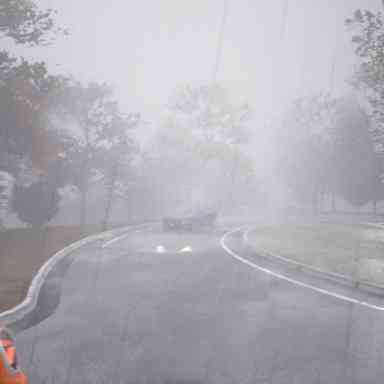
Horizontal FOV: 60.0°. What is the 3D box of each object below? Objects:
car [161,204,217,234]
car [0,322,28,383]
[{"bbox_3d":[-0.043,1.500,19.967,1.882,1.535,5.008,0,0,25],"label":"car"},{"bbox_3d":[-3.435,1.325,1.689,2.097,1.767,4.553,0,0,42],"label":"car"}]
